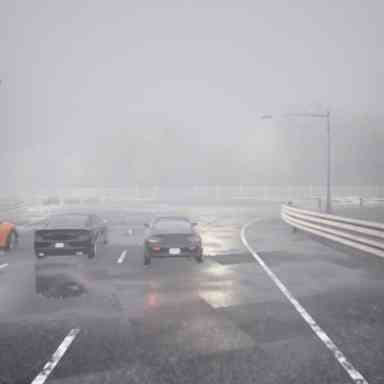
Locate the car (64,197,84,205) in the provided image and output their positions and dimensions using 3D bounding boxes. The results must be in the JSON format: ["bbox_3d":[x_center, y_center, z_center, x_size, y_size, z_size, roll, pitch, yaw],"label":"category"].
[{"bbox_3d":[-21.536,1.569,59.628,1.882,1.535,5.008,0,0,-36],"label":"car"}]

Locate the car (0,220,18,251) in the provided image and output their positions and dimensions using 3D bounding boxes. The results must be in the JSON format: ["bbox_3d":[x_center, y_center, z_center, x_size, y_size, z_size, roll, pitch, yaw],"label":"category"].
[{"bbox_3d":[-7.747,1.385,11.276,2.097,1.767,4.553,0,0,-6],"label":"car"}]

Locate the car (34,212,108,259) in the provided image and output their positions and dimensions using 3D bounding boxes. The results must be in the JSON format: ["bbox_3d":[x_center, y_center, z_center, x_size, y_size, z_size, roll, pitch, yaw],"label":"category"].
[{"bbox_3d":[-4.398,1.496,12.756,1.882,1.535,5.008,0,0,-7],"label":"car"}]

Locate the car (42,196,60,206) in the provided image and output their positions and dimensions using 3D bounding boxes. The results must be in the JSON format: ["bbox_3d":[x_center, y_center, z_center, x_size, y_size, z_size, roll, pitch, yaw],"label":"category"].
[{"bbox_3d":[-24.442,1.456,57.678,2.097,1.767,4.553,0,0,-36],"label":"car"}]

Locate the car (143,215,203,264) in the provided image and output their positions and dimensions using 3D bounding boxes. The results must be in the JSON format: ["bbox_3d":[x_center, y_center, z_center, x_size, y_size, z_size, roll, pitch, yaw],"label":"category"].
[{"bbox_3d":[-0.740,1.528,11.813,1.812,1.442,4.674,0,0,-6],"label":"car"}]

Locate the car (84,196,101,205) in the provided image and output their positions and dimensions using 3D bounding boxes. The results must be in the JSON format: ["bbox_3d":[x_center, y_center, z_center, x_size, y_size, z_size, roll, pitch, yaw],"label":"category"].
[{"bbox_3d":[-18.597,1.431,61.530,2.097,1.767,4.553,0,0,-36],"label":"car"}]
